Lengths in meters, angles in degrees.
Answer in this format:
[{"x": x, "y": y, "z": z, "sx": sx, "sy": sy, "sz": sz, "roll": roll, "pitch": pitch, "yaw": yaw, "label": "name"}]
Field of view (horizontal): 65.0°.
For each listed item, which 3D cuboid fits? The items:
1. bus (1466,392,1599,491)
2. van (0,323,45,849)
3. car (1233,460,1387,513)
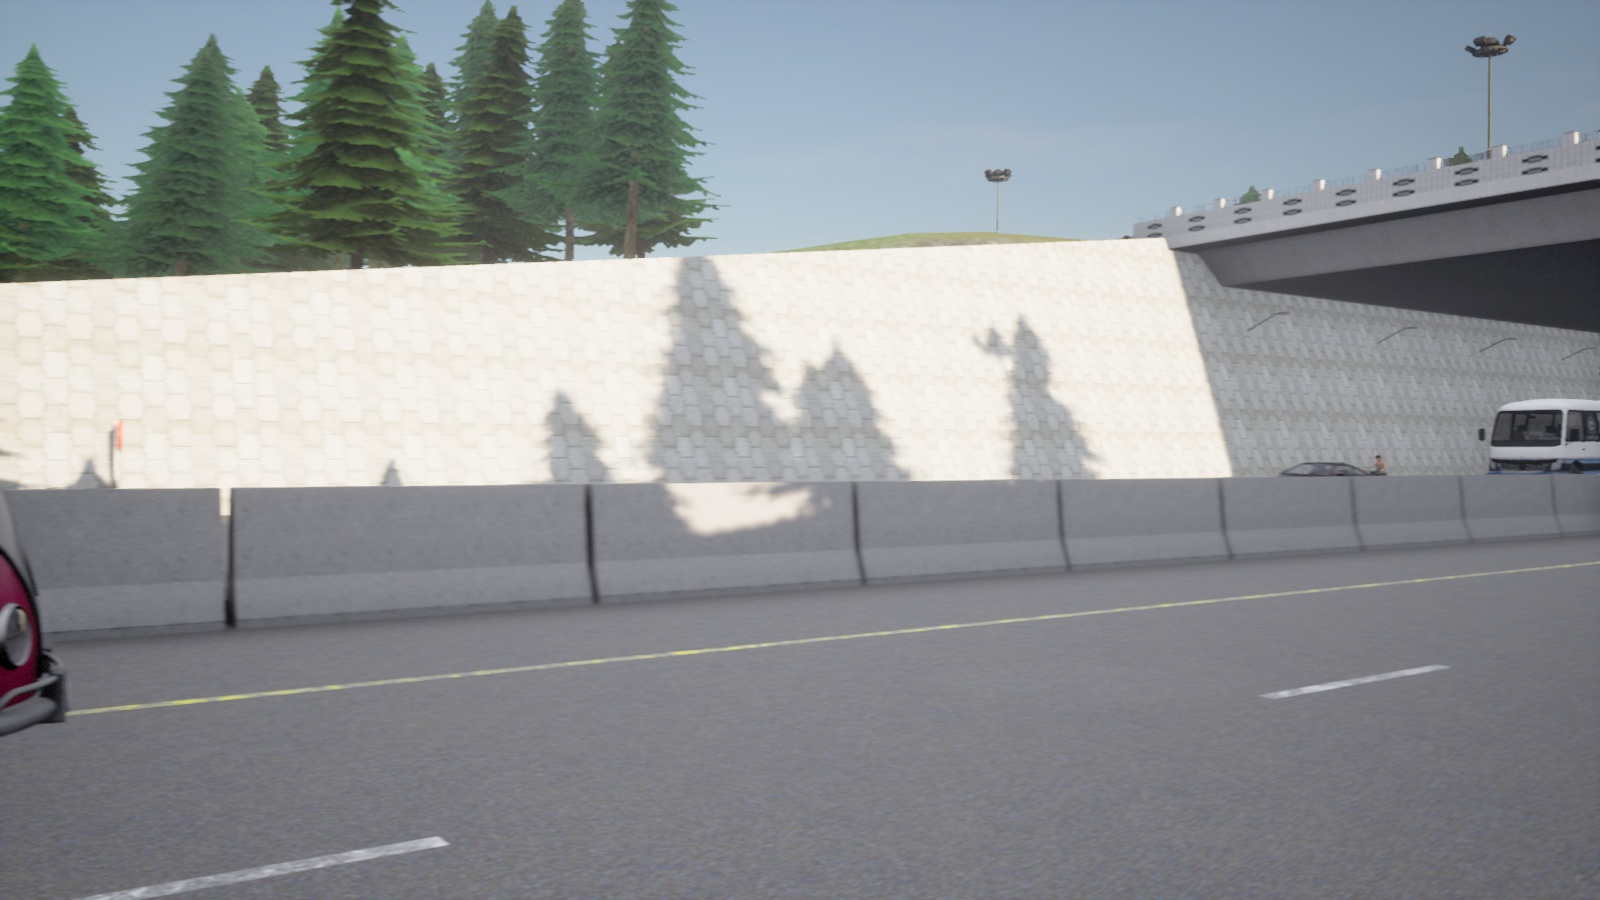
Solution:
[{"x": 35.550, "y": -0.365, "z": 58.254, "sx": 10.273, "sy": 4.253, "sz": 3.944, "roll": 0, "pitch": 0, "yaw": -35, "label": "bus"}, {"x": -5.231, "y": 0.513, "z": 4.283, "sx": 4.442, "sy": 1.987, "sz": 1.775, "roll": 0, "pitch": 0, "yaw": -35, "label": "van"}, {"x": 14.174, "y": 0.964, "z": 34.843, "sx": 4.181, "sy": 1.385, "sz": 1.994, "roll": 0, "pitch": 0, "yaw": -35, "label": "car"}]
